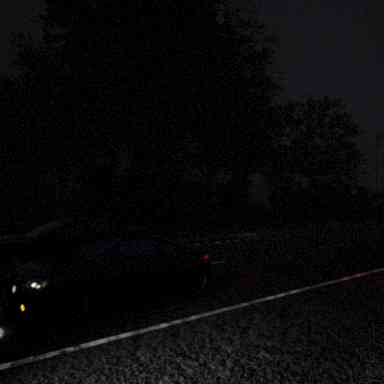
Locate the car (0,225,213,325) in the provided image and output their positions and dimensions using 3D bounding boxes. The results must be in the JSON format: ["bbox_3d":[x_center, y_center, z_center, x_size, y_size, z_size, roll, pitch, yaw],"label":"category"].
[{"bbox_3d":[-1.577,1.593,7.167,4.181,1.385,1.994,1,0,-36],"label":"car"}]

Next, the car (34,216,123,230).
[{"bbox_3d":[-3.669,1.506,9.974,5.008,1.535,1.882,1,-1,-36],"label":"car"}]
